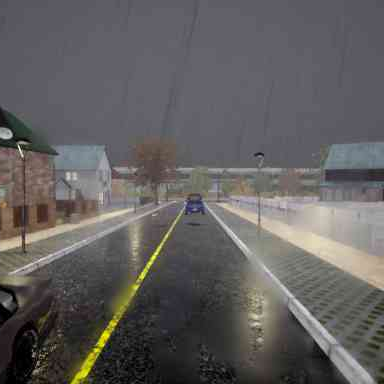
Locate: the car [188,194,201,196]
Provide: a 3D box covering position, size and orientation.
[{"bbox_3d":[0.350,1.221,44.267,2.150,2.045,5.566,0,0,0],"label":"car"}]

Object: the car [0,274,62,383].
[{"bbox_3d":[-2.835,1.545,2.568,2.033,1.411,5.357,0,0,0],"label":"car"}]

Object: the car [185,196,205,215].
[{"bbox_3d":[0.292,1.469,33.731,1.882,1.535,5.008,0,0,0],"label":"car"}]
